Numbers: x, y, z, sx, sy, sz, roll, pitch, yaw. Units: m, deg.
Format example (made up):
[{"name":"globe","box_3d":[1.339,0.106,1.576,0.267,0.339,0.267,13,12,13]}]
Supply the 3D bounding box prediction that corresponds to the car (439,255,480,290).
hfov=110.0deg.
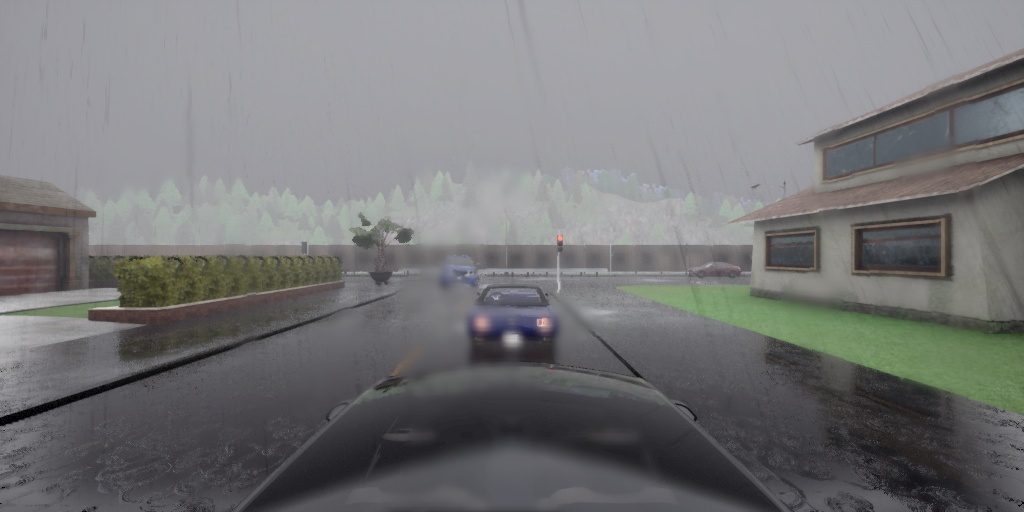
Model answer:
[{"name":"car","box_3d":[-3.351,0.971,23.072,2.150,2.045,5.566,2,0,-10]}]

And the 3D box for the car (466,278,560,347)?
[{"name":"car","box_3d":[0.042,1.351,9.295,1.895,1.301,4.718,0,0,1]}]

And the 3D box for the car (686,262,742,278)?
[{"name":"car","box_3d":[18.535,1.276,33.017,4.674,1.442,1.812,0,0,0]}]
